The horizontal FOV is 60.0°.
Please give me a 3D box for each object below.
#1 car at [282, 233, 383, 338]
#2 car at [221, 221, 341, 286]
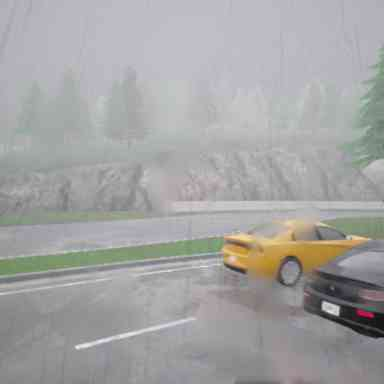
[{"bbox_3d":[4.086,1.602,6.095,4.674,1.442,1.812,1,-1,-29],"label":"car"},{"bbox_3d":[3.238,1.567,9.552,5.008,1.535,1.882,1,-1,-27],"label":"car"}]
